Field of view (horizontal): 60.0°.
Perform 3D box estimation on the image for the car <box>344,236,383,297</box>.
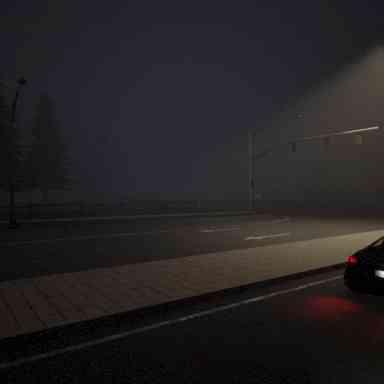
[{"bbox_3d":[5.356,1.564,7.597,4.181,1.385,1.994,0,0,-35],"label":"car"}]
